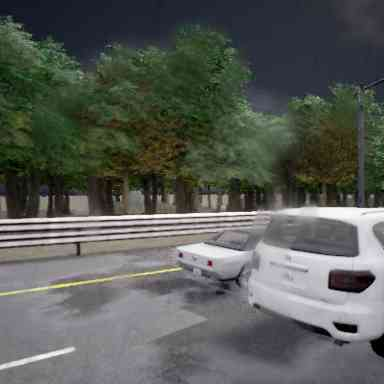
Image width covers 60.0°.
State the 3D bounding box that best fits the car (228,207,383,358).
[{"bbox_3d":[3.534,1.311,6.258,5.566,2.045,2.150,1,-1,-35],"label":"car"}]

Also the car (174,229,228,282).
[{"bbox_3d":[1.938,1.696,9.419,4.718,1.301,1.895,1,-1,-35],"label":"car"}]
